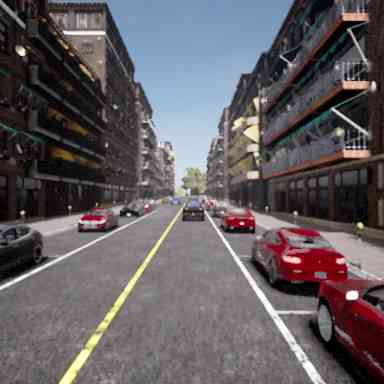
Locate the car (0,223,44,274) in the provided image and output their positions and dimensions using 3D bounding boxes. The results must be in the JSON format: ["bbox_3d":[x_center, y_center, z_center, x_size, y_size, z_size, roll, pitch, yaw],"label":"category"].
[{"bbox_3d":[-5.665,1.581,9.166,1.947,1.339,4.313,1,0,0],"label":"car"}]

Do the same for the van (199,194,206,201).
[{"bbox_3d":[2.905,1.570,94.029,1.690,1.788,3.998,1,0,0],"label":"van"}]

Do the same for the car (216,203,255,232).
[{"bbox_3d":[2.743,1.594,20.427,1.887,1.381,4.507,1,0,0],"label":"car"}]

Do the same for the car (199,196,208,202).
[{"bbox_3d":[2.877,1.749,82.705,2.008,1.369,4.403,1,0,0],"label":"car"}]

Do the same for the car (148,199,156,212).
[{"bbox_3d":[-5.599,1.519,37.471,1.967,1.590,4.097,1,0,0],"label":"car"}]

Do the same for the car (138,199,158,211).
[{"bbox_3d":[-5.589,1.643,43.131,2.008,1.369,4.403,1,0,0],"label":"car"}]

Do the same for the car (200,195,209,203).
[{"bbox_3d":[2.867,1.625,77.043,1.967,1.590,4.097,1,0,0],"label":"car"}]

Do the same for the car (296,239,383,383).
[{"bbox_3d":[2.780,1.556,3.444,1.887,1.381,4.507,1,0,0],"label":"car"}]

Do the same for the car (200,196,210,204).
[{"bbox_3d":[2.855,1.611,71.382,1.967,1.590,4.097,1,0,0],"label":"car"}]

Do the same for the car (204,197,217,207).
[{"bbox_3d":[3.120,1.591,56.813,1.801,1.575,5.366,0,0,0],"label":"car"}]

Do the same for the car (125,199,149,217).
[{"bbox_3d":[-5.614,1.632,31.809,1.947,1.339,4.313,1,0,0],"label":"car"}]

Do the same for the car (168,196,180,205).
[{"bbox_3d":[-2.897,1.665,61.271,1.812,1.442,4.674,0,0,1],"label":"car"}]

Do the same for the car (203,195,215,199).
[{"bbox_3d":[2.793,1.541,43.073,1.967,1.590,4.097,1,0,0],"label":"car"}]

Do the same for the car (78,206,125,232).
[{"bbox_3d":[-5.638,1.622,20.485,1.802,1.307,4.206,1,0,0],"label":"car"}]

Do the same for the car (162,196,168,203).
[{"bbox_3d":[-5.527,1.707,71.441,1.887,1.381,4.507,1,0,0],"label":"car"}]

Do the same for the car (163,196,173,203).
[{"bbox_3d":[-5.515,1.701,76.932,1.752,1.417,4.829,1,0,0],"label":"car"}]

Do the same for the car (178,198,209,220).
[{"bbox_3d":[0.134,1.557,28.878,2.128,1.511,4.902,0,0,0],"label":"car"}]

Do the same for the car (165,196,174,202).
[{"bbox_3d":[-5.503,1.715,82.593,1.752,1.417,4.829,1,0,0],"label":"car"}]

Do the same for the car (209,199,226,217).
[{"bbox_3d":[2.767,1.625,31.750,2.008,1.369,4.403,1,0,0],"label":"car"}]

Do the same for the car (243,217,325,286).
[{"bbox_3d":[2.720,1.605,9.105,1.802,1.307,4.206,1,0,0],"label":"car"}]

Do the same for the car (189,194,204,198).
[{"bbox_3d":[0.183,1.458,46.614,2.097,1.767,4.553,0,0,0],"label":"car"}]
